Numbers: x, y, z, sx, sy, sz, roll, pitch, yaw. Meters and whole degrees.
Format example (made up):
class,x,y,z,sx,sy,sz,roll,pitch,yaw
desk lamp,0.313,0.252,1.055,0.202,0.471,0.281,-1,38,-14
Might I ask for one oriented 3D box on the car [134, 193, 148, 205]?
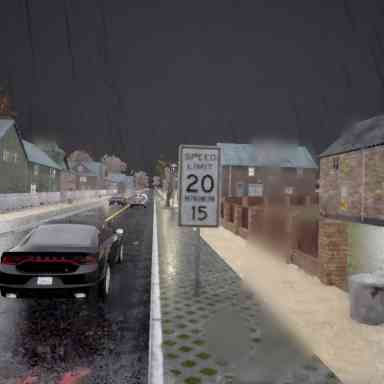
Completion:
class,x,y,z,sx,sy,sz,roll,pitch,yaw
car,-7.337,0.972,48.291,1.812,1.442,4.674,2,0,-6

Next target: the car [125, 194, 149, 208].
class,x,y,z,sx,sy,sz,roll,pitch,yaw
car,-6.200,1.104,38.659,2.033,1.411,5.357,2,0,-6

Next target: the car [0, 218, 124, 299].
class,x,y,z,sx,sy,sz,roll,pitch,yaw
car,-2.825,1.365,8.230,1.882,1.535,5.008,2,0,-6

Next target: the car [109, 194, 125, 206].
class,x,y,z,sx,sy,sz,roll,pitch,yaw
car,-9.498,0.975,42.905,2.033,1.411,5.357,2,0,-6
